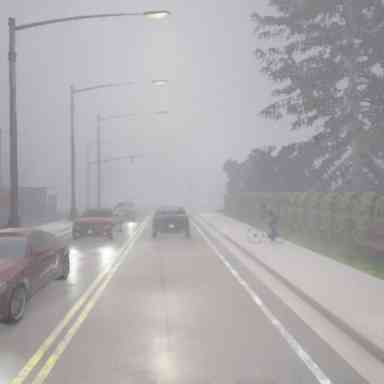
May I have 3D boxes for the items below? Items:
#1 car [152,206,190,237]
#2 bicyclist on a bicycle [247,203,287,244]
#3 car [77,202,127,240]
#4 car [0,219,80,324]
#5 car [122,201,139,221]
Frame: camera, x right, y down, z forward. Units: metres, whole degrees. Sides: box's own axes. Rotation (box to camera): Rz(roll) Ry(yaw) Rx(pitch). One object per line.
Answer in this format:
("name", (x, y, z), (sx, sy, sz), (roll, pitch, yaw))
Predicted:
("car", (-1.162, 1.481, 18.268), (1.882, 1.535, 5.008), (-1, 0, -4))
("bicyclist on a bicycle", (2.998, 1.257, 13.258), (1.656, 1.620, 0.582), (-1, 0, -4))
("car", (-4.811, 1.527, 17.527), (1.882, 1.535, 5.008), (-1, 0, -4))
("car", (-4.044, 1.572, 7.279), (1.812, 1.442, 4.674), (-1, 0, -5))
("car", (-5.545, 1.557, 27.893), (1.837, 1.490, 4.892), (-1, 0, -4))
